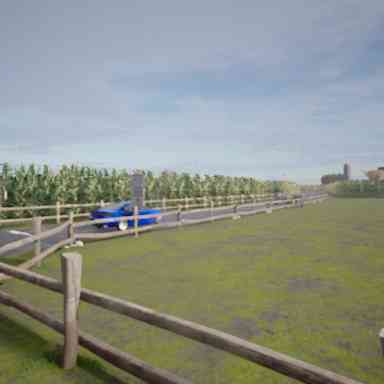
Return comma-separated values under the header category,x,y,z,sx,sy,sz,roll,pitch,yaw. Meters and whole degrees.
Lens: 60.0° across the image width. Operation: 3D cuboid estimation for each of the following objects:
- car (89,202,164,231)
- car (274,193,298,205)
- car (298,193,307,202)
category,x,y,z,sx,sy,sz,roll,pitch,yaw
car,-3.658,1.317,19.532,1.882,1.535,5.008,1,1,34
car,12.718,1.013,45.833,1.837,1.490,4.892,1,1,30
car,17.652,0.896,54.730,1.837,1.490,4.892,1,1,28
